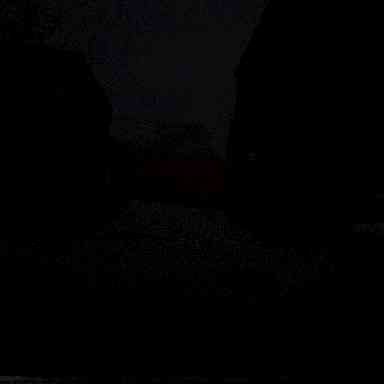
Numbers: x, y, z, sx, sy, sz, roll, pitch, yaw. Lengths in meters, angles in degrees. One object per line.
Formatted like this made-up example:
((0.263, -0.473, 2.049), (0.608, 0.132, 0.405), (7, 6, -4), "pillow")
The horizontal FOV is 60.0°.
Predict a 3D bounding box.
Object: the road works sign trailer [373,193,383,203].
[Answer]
((6.605, 1.228, 8.599), (3.560, 2.380, 2.880), (4, -3, 40), "road works sign trailer")
